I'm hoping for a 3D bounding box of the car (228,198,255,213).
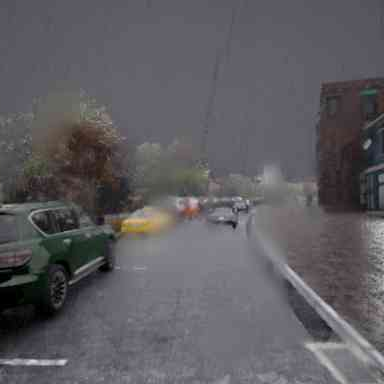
[{"bbox_3d":[6.214,1.857,41.099,2.033,1.411,5.357,-1,-1,16],"label":"car"}]

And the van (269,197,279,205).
[{"bbox_3d":[19.137,2.176,80.686,1.878,1.987,4.442,-2,0,26],"label":"van"}]

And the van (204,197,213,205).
[{"bbox_3d":[0.686,1.517,35.412,1.878,1.987,4.442,-2,0,13],"label":"van"}]

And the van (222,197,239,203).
[{"bbox_3d":[5.539,1.751,51.452,1.878,1.987,4.442,-2,0,18],"label":"van"}]

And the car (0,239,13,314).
[{"bbox_3d":[-3.637,1.483,2.088,2.231,1.521,4.892,-3,0,1],"label":"car"}]

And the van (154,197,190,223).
[{"bbox_3d":[-1.578,1.397,24.460,1.878,1.987,4.442,-2,0,7],"label":"van"}]

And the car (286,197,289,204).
[{"bbox_3d":[24.867,2.536,91.253,2.231,1.521,4.892,-2,0,27],"label":"car"}]

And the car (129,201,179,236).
[{"bbox_3d":[-2.377,1.571,18.999,1.946,1.575,5.366,-2,0,9],"label":"car"}]

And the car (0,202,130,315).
[{"bbox_3d":[-3.442,1.254,7.712,2.435,2.045,5.566,-3,0,3],"label":"car"}]

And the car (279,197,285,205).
[{"bbox_3d":[22.241,2.504,86.407,2.163,1.488,4.792,-2,0,27],"label":"car"}]

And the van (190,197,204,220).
[{"bbox_3d":[-0.540,1.453,29.957,1.878,1.987,4.442,-2,0,12],"label":"van"}]

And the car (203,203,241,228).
[{"bbox_3d":[2.222,1.681,23.385,1.994,1.385,4.181,0,0,9],"label":"car"}]

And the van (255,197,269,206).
[{"bbox_3d":[14.531,2.059,71.865,1.878,1.987,4.442,-2,0,26],"label":"van"}]

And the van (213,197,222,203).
[{"bbox_3d":[2.087,1.588,40.813,1.878,1.987,4.442,-2,0,14],"label":"van"}]
